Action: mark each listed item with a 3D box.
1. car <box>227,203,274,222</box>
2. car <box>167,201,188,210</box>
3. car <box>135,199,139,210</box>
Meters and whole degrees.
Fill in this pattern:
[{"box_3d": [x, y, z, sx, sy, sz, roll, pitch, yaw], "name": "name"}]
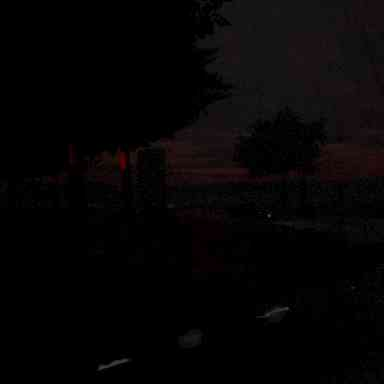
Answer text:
[{"box_3d": [5.212, 1.758, 30.125, 2.128, 1.511, 4.902, -3, 1, -32], "name": "car"}, {"box_3d": [-2.515, 1.986, 50.199, 1.895, 1.301, 4.718, -3, 0, -30], "name": "car"}, {"box_3d": [-8.680, 1.982, 53.683, 2.097, 1.767, 4.553, -3, 0, -29], "name": "car"}]
